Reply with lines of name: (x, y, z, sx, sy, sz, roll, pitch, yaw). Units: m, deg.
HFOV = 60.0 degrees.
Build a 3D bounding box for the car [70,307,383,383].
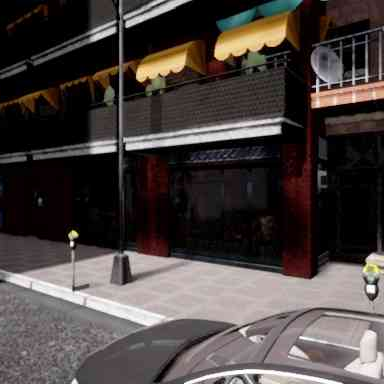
car: (0.923, 1.551, 2.212, 4.403, 1.369, 2.008, 0, 0, 36)
